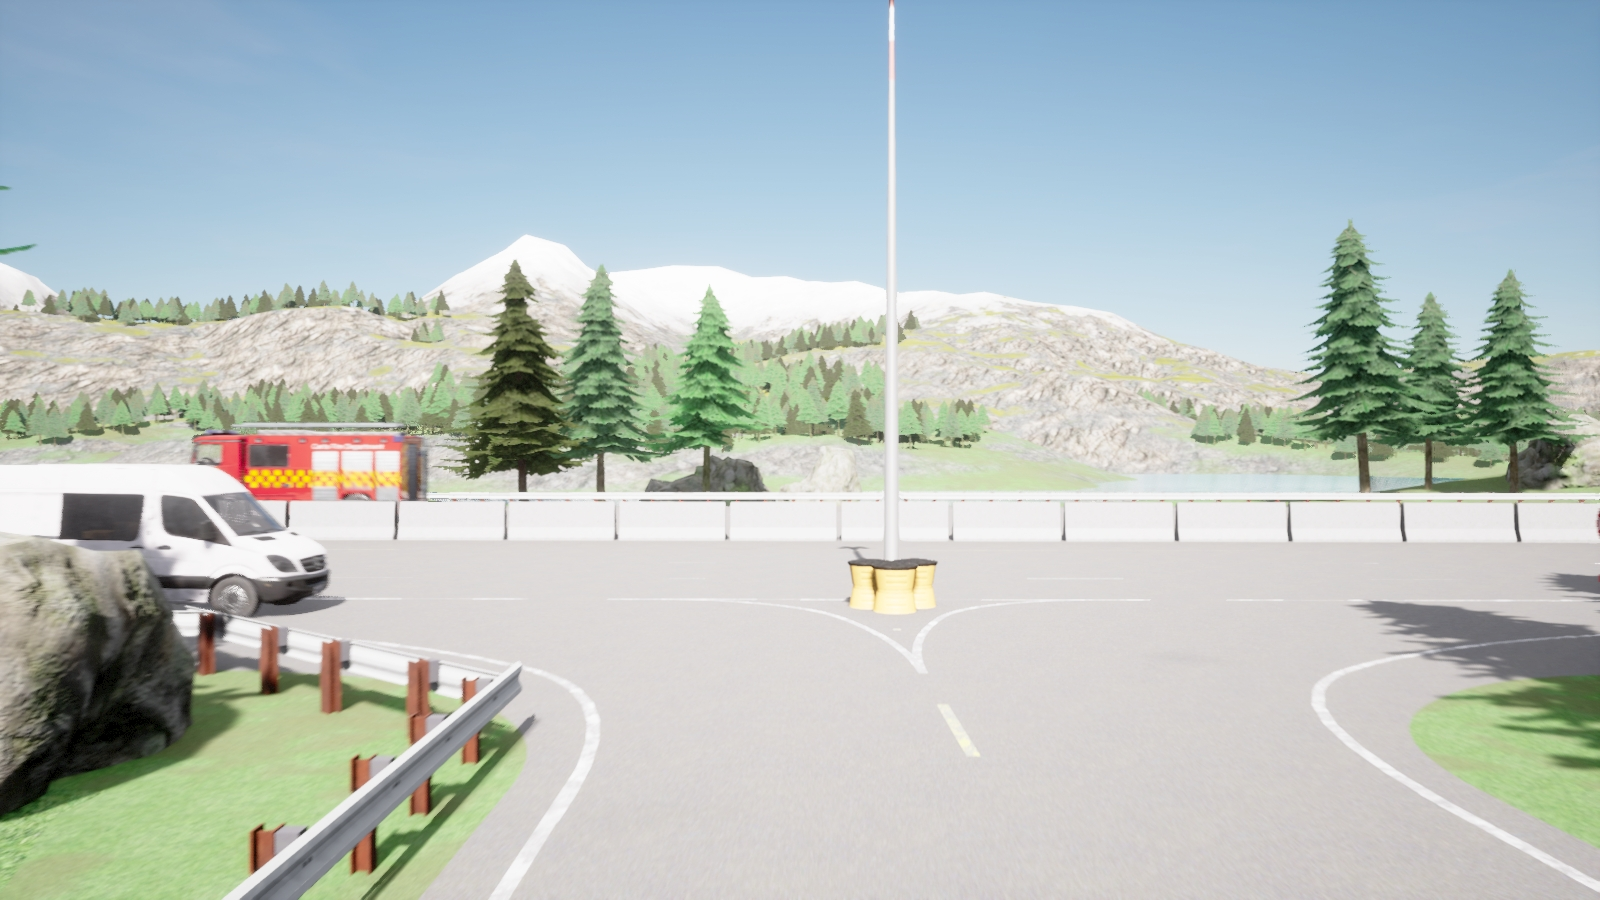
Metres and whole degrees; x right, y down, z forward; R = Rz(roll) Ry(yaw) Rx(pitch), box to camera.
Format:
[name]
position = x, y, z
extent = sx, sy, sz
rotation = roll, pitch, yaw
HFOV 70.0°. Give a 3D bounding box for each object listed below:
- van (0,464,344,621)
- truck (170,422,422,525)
[van]
position = -11.242, 1.528, 19.784
extent = 5.915, 2.561, 1.988
rotation = 0, 0, 1
[truck]
position = -19.326, 0.878, 44.137
extent = 8.468, 3.827, 2.891
rotation = 0, 0, 1
